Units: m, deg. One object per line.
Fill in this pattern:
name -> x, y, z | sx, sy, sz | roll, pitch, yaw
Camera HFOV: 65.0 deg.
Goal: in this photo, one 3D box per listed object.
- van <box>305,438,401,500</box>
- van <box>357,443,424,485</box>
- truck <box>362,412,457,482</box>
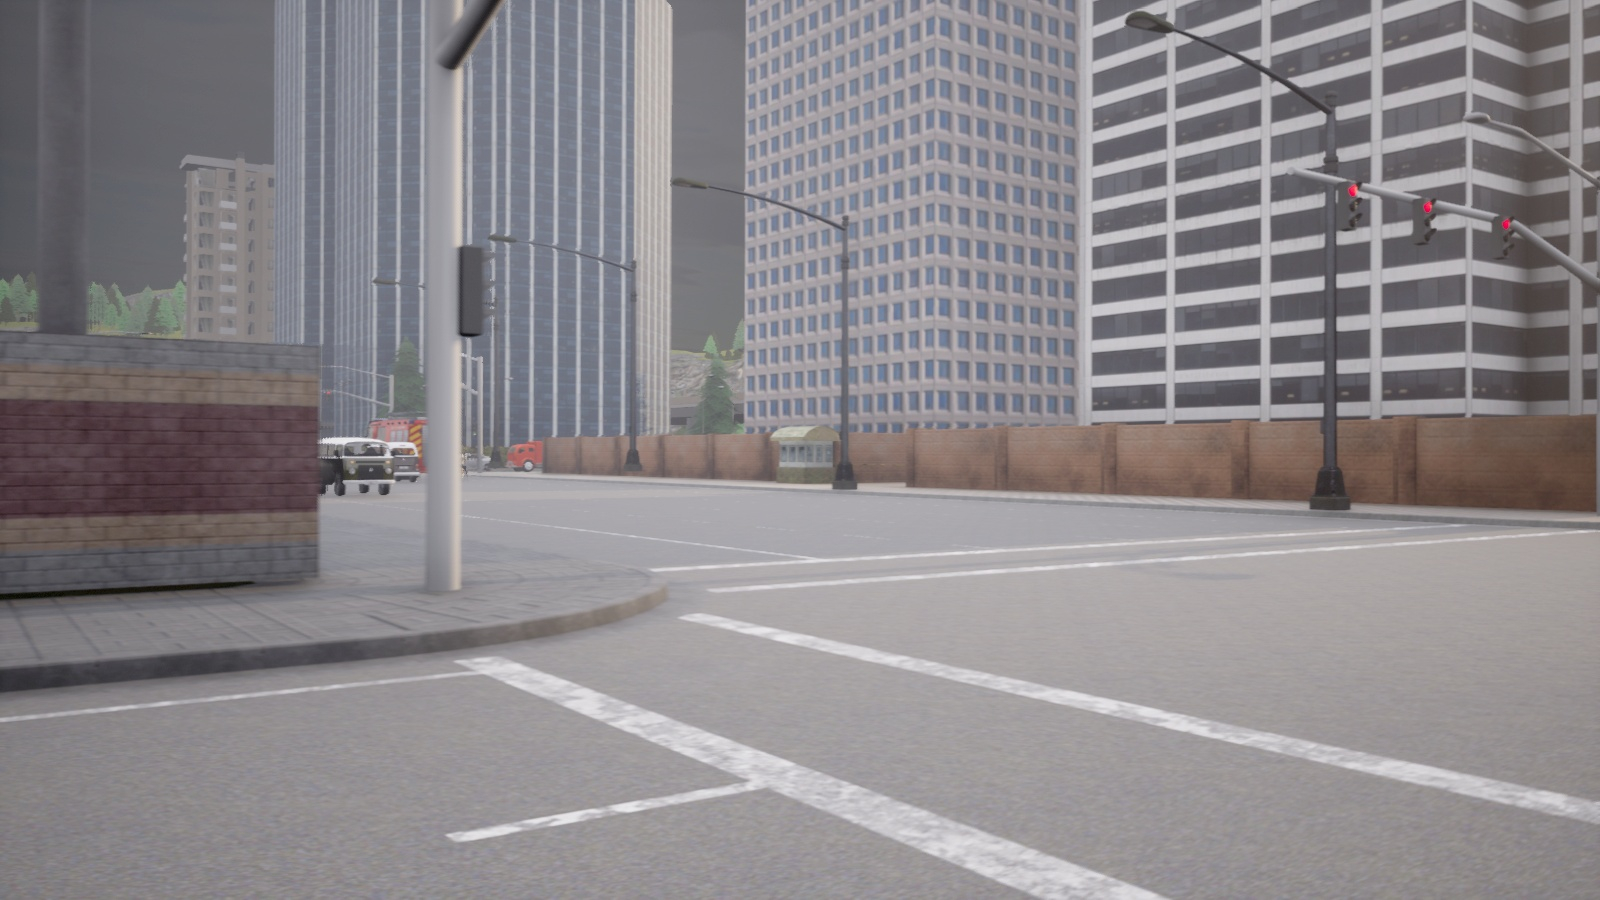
van -> -15.739, 0.632, 44.084 | 2.069, 2.038, 4.480 | 0, 0, -35
van -> -20.890, 0.704, 63.919 | 2.069, 2.038, 4.480 | 0, 0, -34
truck -> -22.746, -0.152, 72.783 | 2.891, 3.827, 8.468 | 0, 0, -35
